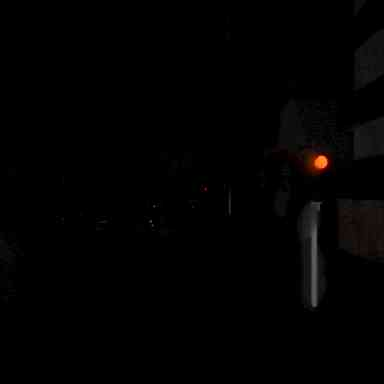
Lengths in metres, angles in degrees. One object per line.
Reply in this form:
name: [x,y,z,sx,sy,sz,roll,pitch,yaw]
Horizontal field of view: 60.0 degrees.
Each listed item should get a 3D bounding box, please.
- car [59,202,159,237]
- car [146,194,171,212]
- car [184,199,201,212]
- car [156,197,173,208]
car: [-4.530,1.518,17.955,4.892,1.490,1.837,-1,1,-18]
car: [-4.140,1.246,39.633,2.150,2.045,5.566,0,0,0]
car: [0.078,1.501,38.958,1.882,1.535,5.008,0,0,0]
car: [-4.123,1.578,50.277,2.033,1.411,5.357,0,0,1]
